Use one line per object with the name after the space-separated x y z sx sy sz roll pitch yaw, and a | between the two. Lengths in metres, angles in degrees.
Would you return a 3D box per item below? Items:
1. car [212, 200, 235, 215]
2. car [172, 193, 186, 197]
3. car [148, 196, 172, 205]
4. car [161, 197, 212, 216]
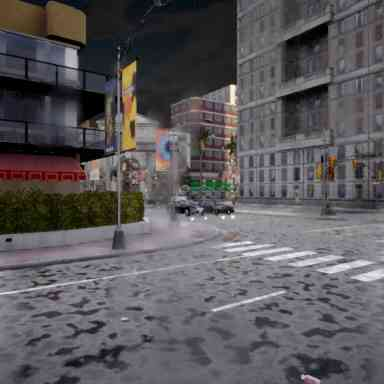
2.039 1.547 34.455 2.033 1.411 5.357 0 0 -35 | car
-2.554 1.221 62.282 2.150 2.045 5.566 0 0 -15 | car
-6.266 1.505 59.597 1.837 1.490 4.892 0 0 -44 | car
-0.645 1.492 32.190 2.128 1.511 4.902 0 0 -35 | car
